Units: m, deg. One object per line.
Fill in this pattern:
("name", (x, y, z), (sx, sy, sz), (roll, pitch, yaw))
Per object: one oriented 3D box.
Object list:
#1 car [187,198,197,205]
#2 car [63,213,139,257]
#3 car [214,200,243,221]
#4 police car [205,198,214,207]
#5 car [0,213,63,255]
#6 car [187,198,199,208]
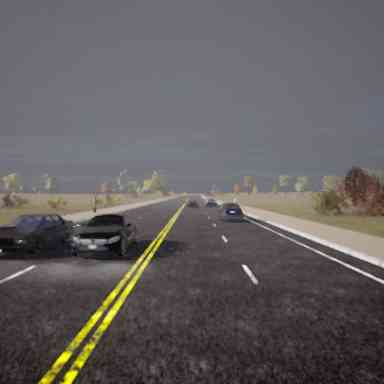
("car", (-0.019, 1.955, 69.234), (1.895, 1.301, 4.718), (0, 0, 0))
("car", (-3.334, 1.598, 13.495), (1.812, 1.442, 4.674), (0, 0, 0))
("car", (3.260, 1.682, 28.869), (2.033, 1.649, 4.856), (0, 0, 0))
("police car", (3.241, 1.847, 57.699), (2.038, 1.542, 4.974), (0, 0, 0))
("car", (-6.582, 1.622, 13.957), (2.033, 1.411, 5.357), (0, 0, 0))
("car", (0.085, 1.829, 54.373), (2.033, 1.411, 5.357), (0, 0, 0))
